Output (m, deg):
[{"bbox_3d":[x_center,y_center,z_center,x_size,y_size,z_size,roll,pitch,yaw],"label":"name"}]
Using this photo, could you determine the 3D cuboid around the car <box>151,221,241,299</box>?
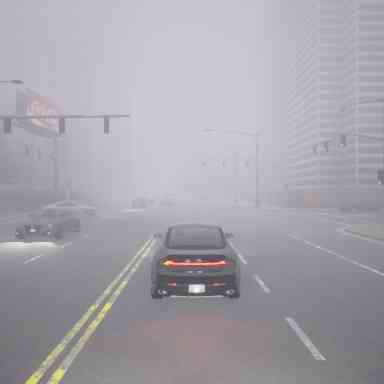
[{"bbox_3d":[0.056,1.505,8.462,1.837,1.490,4.892,0,0,-1],"label":"car"}]

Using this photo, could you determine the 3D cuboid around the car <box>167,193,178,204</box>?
[{"bbox_3d":[-3.959,1.221,61.298,2.150,2.045,5.566,0,0,0],"label":"car"}]

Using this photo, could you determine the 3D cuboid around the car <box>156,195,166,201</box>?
[{"bbox_3d":[-7.525,1.542,80.931,1.994,1.385,4.181,0,0,0],"label":"car"}]

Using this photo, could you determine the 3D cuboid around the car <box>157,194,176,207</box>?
[{"bbox_3d":[-3.911,1.526,51.719,1.812,1.442,4.674,0,0,0],"label":"car"}]

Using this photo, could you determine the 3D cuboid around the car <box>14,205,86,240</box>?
[{"bbox_3d":[-7.206,1.564,17.013,1.994,1.385,4.181,0,0,-1],"label":"car"}]

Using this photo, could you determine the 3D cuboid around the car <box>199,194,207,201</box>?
[{"bbox_3d":[2.924,1.355,88.718,2.097,1.767,4.553,0,0,0],"label":"car"}]

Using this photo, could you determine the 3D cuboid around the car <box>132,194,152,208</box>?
[{"bbox_3d":[-7.409,1.491,47.742,2.128,1.511,4.902,0,0,0],"label":"car"}]

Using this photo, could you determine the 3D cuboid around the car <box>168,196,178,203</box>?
[{"bbox_3d":[-3.962,1.595,71.344,1.895,1.301,4.718,0,0,0],"label":"car"}]

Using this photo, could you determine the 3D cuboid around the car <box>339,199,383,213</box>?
[{"bbox_3d":[18.448,1.477,35.673,5.008,1.535,1.882,0,0,-1],"label":"car"}]

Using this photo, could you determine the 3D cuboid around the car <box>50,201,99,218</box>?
[{"bbox_3d":[-10.620,1.525,29.228,4.674,1.442,1.812,0,0,-16],"label":"car"}]

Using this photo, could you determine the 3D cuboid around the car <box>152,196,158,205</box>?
[{"bbox_3d":[-7.449,1.601,57.006,1.895,1.301,4.718,0,0,0],"label":"car"}]
